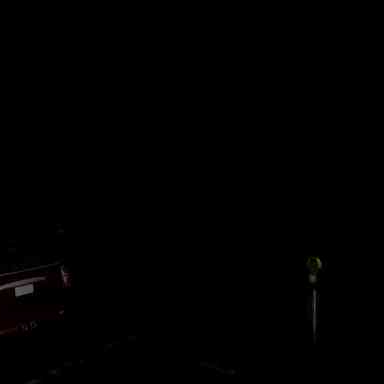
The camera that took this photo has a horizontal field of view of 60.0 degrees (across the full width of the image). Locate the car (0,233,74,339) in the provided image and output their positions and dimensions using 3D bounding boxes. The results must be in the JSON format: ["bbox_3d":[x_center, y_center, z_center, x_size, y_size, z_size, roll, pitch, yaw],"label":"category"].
[{"bbox_3d":[-3.995,1.440,5.928,4.097,1.590,1.967,0,0,36],"label":"car"}]
